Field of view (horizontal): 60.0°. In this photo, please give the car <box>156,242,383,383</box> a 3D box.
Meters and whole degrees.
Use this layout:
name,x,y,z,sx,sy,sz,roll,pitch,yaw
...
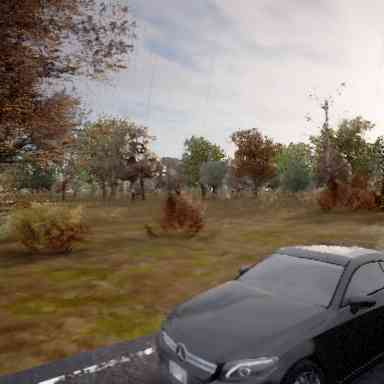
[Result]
name,x,y,z,sx,sy,sz,roll,pitch,yaw
car,1.757,1.509,4.633,4.674,1.442,1.812,0,0,-36
